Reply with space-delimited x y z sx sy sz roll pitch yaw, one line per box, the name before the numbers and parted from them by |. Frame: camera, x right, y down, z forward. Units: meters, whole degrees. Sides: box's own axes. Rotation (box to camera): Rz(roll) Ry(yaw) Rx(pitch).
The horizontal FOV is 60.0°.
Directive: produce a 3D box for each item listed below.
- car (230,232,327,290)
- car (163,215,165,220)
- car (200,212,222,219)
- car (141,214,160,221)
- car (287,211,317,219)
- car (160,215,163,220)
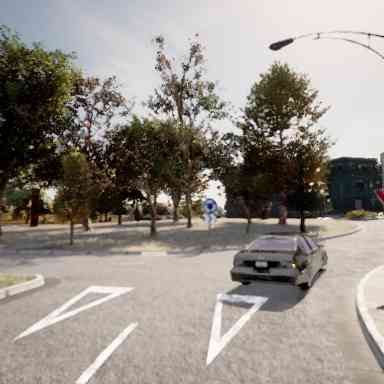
car | 2.881 1.956 10.254 2.033 1.411 5.357 -4 -6 28
car | -11.398 7.375 94.789 5.566 2.045 2.435 1 -6 -15
car | 3.666 4.531 63.954 1.837 1.490 4.892 4 -7 -42
car | -11.896 7.087 88.849 4.892 1.521 2.231 1 -5 -16
car | 16.726 3.648 51.544 2.033 1.411 5.357 3 -5 -28
car | -11.696 7.104 91.814 5.566 2.045 2.435 1 -5 -16
